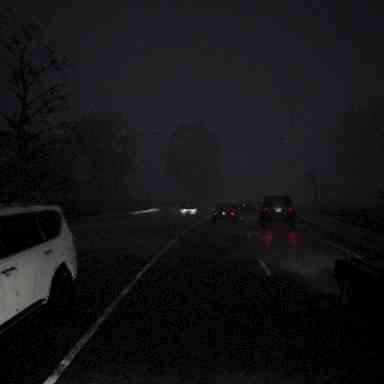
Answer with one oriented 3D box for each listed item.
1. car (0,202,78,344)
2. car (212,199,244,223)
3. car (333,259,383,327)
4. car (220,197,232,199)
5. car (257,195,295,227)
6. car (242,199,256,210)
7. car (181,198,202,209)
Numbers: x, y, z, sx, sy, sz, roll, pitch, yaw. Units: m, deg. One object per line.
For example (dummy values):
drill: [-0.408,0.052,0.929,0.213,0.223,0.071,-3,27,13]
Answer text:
car: [-3.408,1.212,4.449,2.150,2.045,5.566,0,0,2]
car: [2.683,1.542,25.692,2.033,1.411,5.357,0,0,11]
car: [3.788,1.607,4.828,1.895,1.301,4.718,0,0,2]
car: [4.785,1.463,47.854,1.882,1.535,5.008,0,0,19]
car: [5.740,1.227,22.981,2.150,2.045,5.566,0,0,10]
car: [6.891,1.562,42.411,1.994,1.385,4.181,0,0,17]
car: [-0.039,1.534,44.351,1.994,1.385,4.181,0,0,17]
